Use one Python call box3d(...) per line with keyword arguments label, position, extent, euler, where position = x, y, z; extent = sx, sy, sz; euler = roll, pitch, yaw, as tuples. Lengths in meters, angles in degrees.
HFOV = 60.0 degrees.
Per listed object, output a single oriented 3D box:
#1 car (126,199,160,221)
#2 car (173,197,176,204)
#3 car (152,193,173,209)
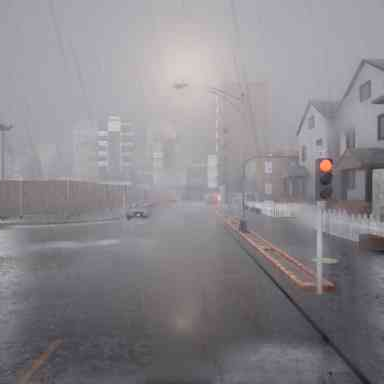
box3d(label="car", position=(-4.090, 1.564, 27.287), extent=(1.994, 1.385, 4.181), euler=(0, 0, 0))
box3d(label="car", position=(-3.973, 1.622, 62.712), extent=(1.895, 1.301, 4.718), euler=(0, 0, 0))
box3d(label="car", position=(-4.078, 1.221, 44.699), extent=(2.150, 2.045, 5.566), euler=(0, 0, 0))
